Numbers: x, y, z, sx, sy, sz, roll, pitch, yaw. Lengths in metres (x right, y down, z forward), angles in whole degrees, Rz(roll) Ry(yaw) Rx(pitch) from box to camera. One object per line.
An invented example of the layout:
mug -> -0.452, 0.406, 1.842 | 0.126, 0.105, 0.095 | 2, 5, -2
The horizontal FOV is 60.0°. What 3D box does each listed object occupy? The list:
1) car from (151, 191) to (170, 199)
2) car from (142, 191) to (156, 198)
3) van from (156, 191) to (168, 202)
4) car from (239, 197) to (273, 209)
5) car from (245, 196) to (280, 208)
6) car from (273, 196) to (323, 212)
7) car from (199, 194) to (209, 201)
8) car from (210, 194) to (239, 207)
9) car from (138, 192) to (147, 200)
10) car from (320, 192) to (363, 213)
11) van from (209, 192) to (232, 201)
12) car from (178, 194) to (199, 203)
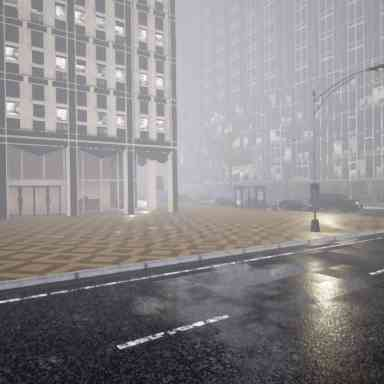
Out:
car -> -7.468, 0.614, 77.941 | 2.192, 1.841, 5.009 | 0, 1, -35
car -> -10.690, 0.685, 82.625 | 1.967, 1.590, 4.097 | 0, 1, -35
van -> -4.705, 0.937, 59.146 | 1.690, 1.788, 3.998 | 0, 1, -35
car -> 8.089, 1.388, 40.359 | 1.802, 1.307, 4.206 | 0, 1, -35
car -> 9.177, 1.308, 43.532 | 1.994, 1.385, 4.181 | -1, 1, -34
car -> 11.297, 1.423, 35.665 | 1.947, 1.339, 4.313 | 0, 1, -35
car -> 2.198, 1.043, 63.898 | 1.802, 1.307, 4.206 | 0, 1, -35
car -> 4.915, 1.319, 45.074 | 1.947, 1.339, 4.313 | 0, 1, -35
car -> -11.150, 1.039, 68.513 | 2.008, 1.369, 4.403 | 0, 1, -35
car -> 14.964, 1.059, 35.108 | 2.150, 2.045, 5.566 | -1, 1, -35
van -> 5.420, 0.855, 59.213 | 1.690, 1.788, 3.998 | 0, 1, -35
car -> -1.402, 1.078, 58.996 | 1.837, 1.490, 4.892 | -1, 1, -34
